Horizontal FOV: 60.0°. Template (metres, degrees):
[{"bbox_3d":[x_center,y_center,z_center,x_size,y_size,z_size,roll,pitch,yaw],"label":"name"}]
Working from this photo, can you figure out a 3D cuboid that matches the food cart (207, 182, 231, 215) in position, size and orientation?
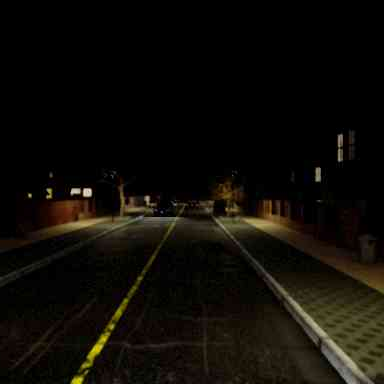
[{"bbox_3d":[3.064,0.641,38.198,2.280,3.560,4.660,1,1,0],"label":"food cart"}]

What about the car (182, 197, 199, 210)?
[{"bbox_3d":[0.023,1.760,46.353,2.033,1.411,5.357,0,0,0],"label":"car"}]

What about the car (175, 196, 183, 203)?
[{"bbox_3d":[-2.721,1.691,74.532,2.097,1.767,4.553,0,0,0],"label":"car"}]

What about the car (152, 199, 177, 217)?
[{"bbox_3d":[-2.832,1.660,33.742,1.837,1.490,4.892,0,0,0],"label":"car"}]

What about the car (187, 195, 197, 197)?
[{"bbox_3d":[0.025,1.503,61.663,2.150,2.045,5.566,0,0,0],"label":"car"}]
